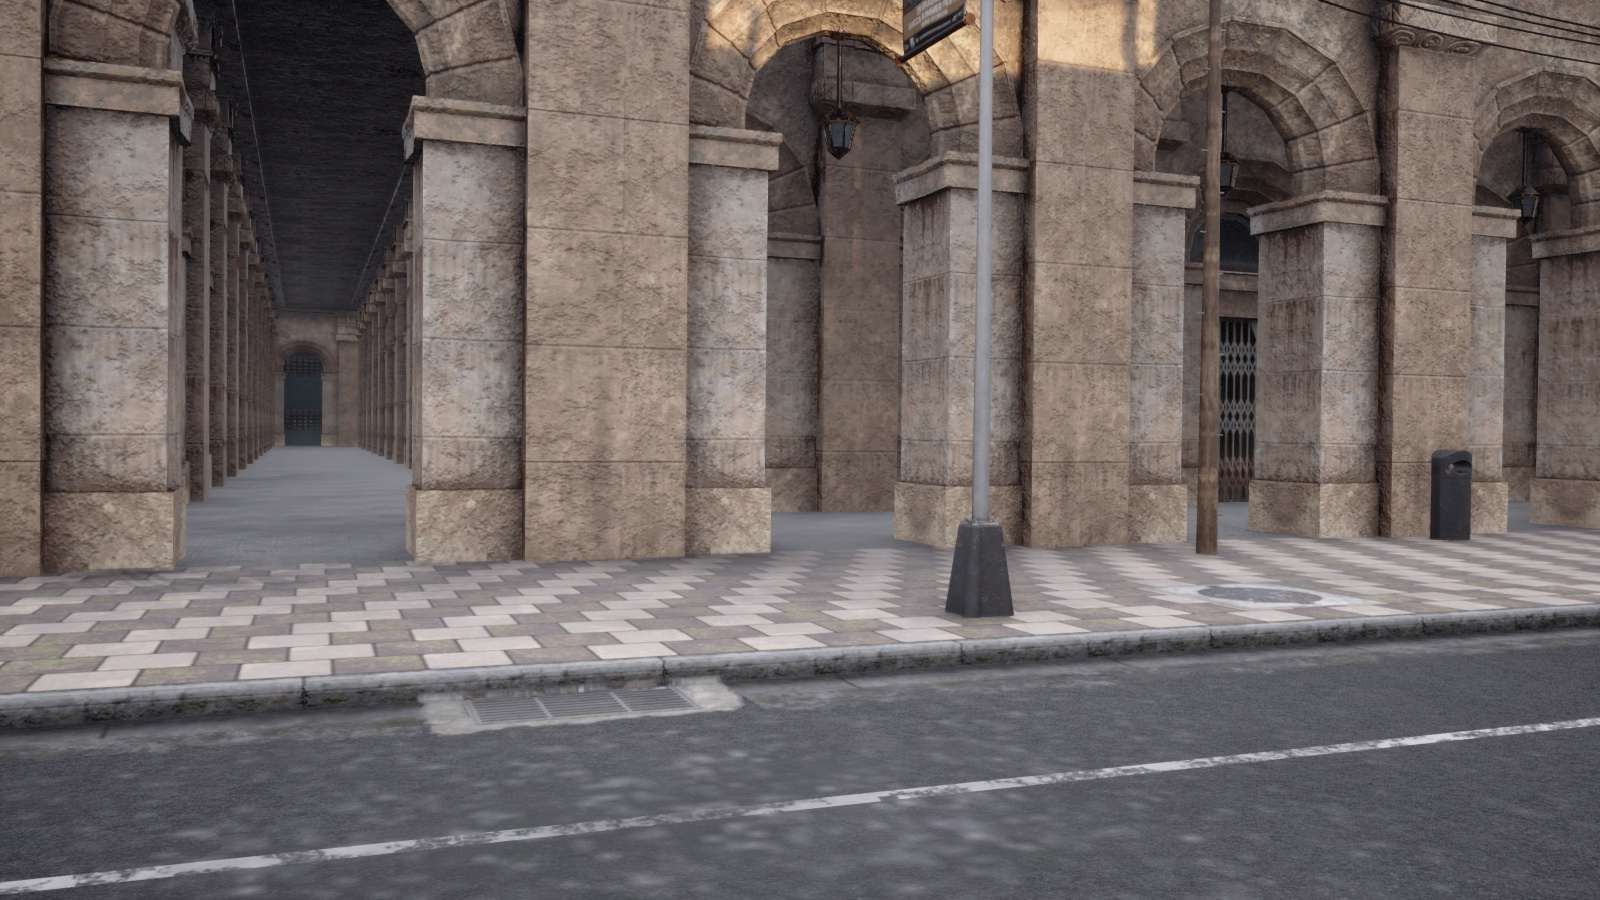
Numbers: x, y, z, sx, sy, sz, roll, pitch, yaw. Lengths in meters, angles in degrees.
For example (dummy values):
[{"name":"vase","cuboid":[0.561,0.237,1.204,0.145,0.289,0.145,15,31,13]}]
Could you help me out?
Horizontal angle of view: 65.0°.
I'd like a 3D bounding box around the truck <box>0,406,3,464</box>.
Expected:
[{"name":"truck","cuboid":[-47.967,-0.829,71.524,2.891,3.462,7.936,-1,1,-22]}]
